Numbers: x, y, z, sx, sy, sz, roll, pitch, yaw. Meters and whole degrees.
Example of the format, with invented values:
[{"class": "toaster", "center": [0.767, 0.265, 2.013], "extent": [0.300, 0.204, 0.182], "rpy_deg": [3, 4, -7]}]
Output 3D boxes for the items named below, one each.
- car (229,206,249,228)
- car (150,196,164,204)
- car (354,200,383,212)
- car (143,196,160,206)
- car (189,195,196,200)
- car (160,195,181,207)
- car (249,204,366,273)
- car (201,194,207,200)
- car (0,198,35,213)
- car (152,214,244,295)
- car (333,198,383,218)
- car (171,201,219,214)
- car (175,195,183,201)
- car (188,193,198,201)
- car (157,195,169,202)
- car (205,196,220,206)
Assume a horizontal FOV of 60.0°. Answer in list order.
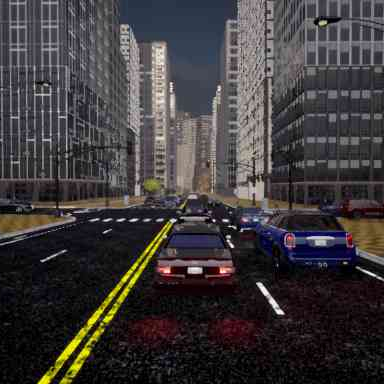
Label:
[{"class": "car", "center": [3.398, 1.536, 20.213], "extent": [2.033, 1.411, 5.357], "rpy_deg": [0, 0, 0]}, {"class": "car", "center": [-6.413, 1.497, 62.262], "extent": [2.033, 1.411, 5.357], "rpy_deg": [0, 0, 0]}, {"class": "car", "center": [21.902, 1.641, 39.154], "extent": [4.829, 1.417, 1.752], "rpy_deg": [1, 0, 1]}, {"class": "car", "center": [-6.470, 1.466, 52.383], "extent": [1.837, 1.490, 4.892], "rpy_deg": [0, 0, 0]}, {"class": "car", "center": [0.220, 1.499, 93.031], "extent": [1.895, 1.301, 4.718], "rpy_deg": [0, 0, 0]}, {"class": "car", "center": [-3.202, 1.315, 50.541], "extent": [2.097, 1.767, 4.553], "rpy_deg": [0, 0, -1]}, {"class": "car", "center": [3.374, 1.347, 10.828], "extent": [2.097, 1.767, 4.553], "rpy_deg": [0, 0, 0]}, {"class": "car", "center": [3.471, 1.403, 93.348], "extent": [1.837, 1.490, 4.892], "rpy_deg": [0, 0, 0]}, {"class": "car", "center": [-18.748, 1.339, 34.126], "extent": [4.902, 1.511, 2.128], "rpy_deg": [1, 1, 1]}, {"class": "car", "center": [0.113, 1.543, 8.860], "extent": [2.033, 1.411, 5.357], "rpy_deg": [0, 0, 1]}, {"class": "car", "center": [16.273, 1.517, 30.880], "extent": [5.009, 1.841, 2.192], "rpy_deg": [1, 0, 1]}, {"class": "car", "center": [0.144, 1.481, 18.605], "extent": [2.128, 1.511, 4.902], "rpy_deg": [0, 0, 0]}, {"class": "car", "center": [-3.062, 1.426, 79.515], "extent": [1.837, 1.490, 4.892], "rpy_deg": [0, 0, 0]}, {"class": "car", "center": [0.196, 1.146, 82.695], "extent": [2.150, 2.045, 5.566], "rpy_deg": [0, 0, 0]}, {"class": "car", "center": [-6.329, 1.475, 72.933], "extent": [2.033, 1.411, 5.357], "rpy_deg": [0, 0, 0]}, {"class": "car", "center": [3.350, 1.562, 52.009], "extent": [1.895, 1.301, 4.718], "rpy_deg": [0, 0, 2]}]
